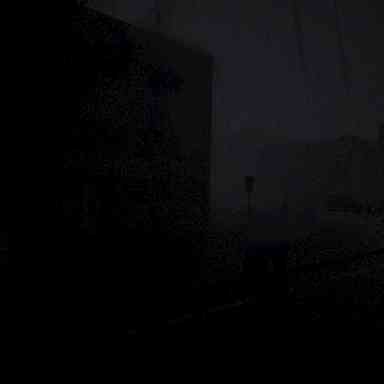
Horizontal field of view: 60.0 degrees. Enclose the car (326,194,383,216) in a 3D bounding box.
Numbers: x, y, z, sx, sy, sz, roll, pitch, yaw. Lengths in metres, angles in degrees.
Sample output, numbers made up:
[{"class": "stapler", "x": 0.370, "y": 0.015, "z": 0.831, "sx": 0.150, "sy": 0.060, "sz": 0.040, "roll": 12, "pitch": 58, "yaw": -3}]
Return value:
[{"class": "car", "x": 16.520, "y": 1.312, "z": 34.633, "sx": 2.150, "sy": 2.045, "sz": 5.566, "roll": 2, "pitch": 0, "yaw": -20}]
